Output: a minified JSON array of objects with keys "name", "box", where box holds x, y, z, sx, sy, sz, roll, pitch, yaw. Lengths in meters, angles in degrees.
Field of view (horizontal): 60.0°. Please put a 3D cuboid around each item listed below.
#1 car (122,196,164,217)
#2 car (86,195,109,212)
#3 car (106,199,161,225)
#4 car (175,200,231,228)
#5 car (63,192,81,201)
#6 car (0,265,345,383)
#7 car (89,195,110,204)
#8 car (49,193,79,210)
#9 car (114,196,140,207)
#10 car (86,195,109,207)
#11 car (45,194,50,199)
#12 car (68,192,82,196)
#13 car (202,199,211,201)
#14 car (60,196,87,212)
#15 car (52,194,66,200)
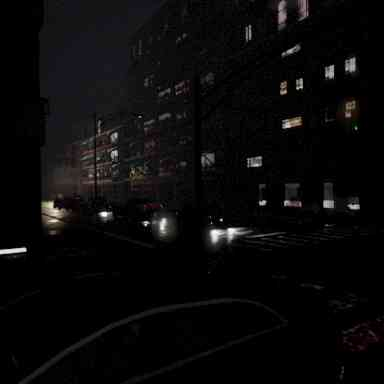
[{"name":"car","box":[-4.248,1.257,28.872,2.097,1.767,4.553,-1,1,-35]},{"name":"car","box":[-9.846,1.425,37.017,1.994,1.385,4.181,-1,1,-35]},{"name":"car","box":[-4.344,1.509,24.224,1.887,1.381,4.507,-1,1,-35]},{"name":"car","box":[0.648,1.507,21.767,1.994,1.385,4.181,-1,1,-34]},{"name":"car","box":[-25.017,0.934,69.247,2.192,1.841,5.009,-1,1,-35]},{"name":"car","box":[-0.773,1.492,2.724,4.902,1.511,2.128,0,0,-34]},{"name":"car","box":[-15.444,1.216,55.348,1.752,1.417,4.829,-1,1,-35]},{"name":"car","box":[-15.803,1.312,41.093,1.967,1.590,4.097,-1,1,-35]},{"name":"car","box":[-8.999,1.265,45.987,1.752,1.417,4.829,-1,1,-35]},{"name":"car","box":[-13.795,1.266,48.293,1.837,1.490,4.892,-1,1,-34]},{"name":"car","box":[-34.778,1.074,83.431,1.752,1.417,4.829,-1,1,-35]},{"name":"car","box":[-19.750,1.209,56.854,2.128,1.511,4.902,-1,1,-35]},{"name":"car","box":[0.849,1.359,31.868,1.887,1.381,4.507,-1,1,-35]},{"name":"car","box":[-12.579,1.448,36.413,2.008,1.369,4.403,-1,1,-35]},{"name":"car","box":[-31.460,1.123,78.610,2.008,1.369,4.403,-1,1,-35]}]
